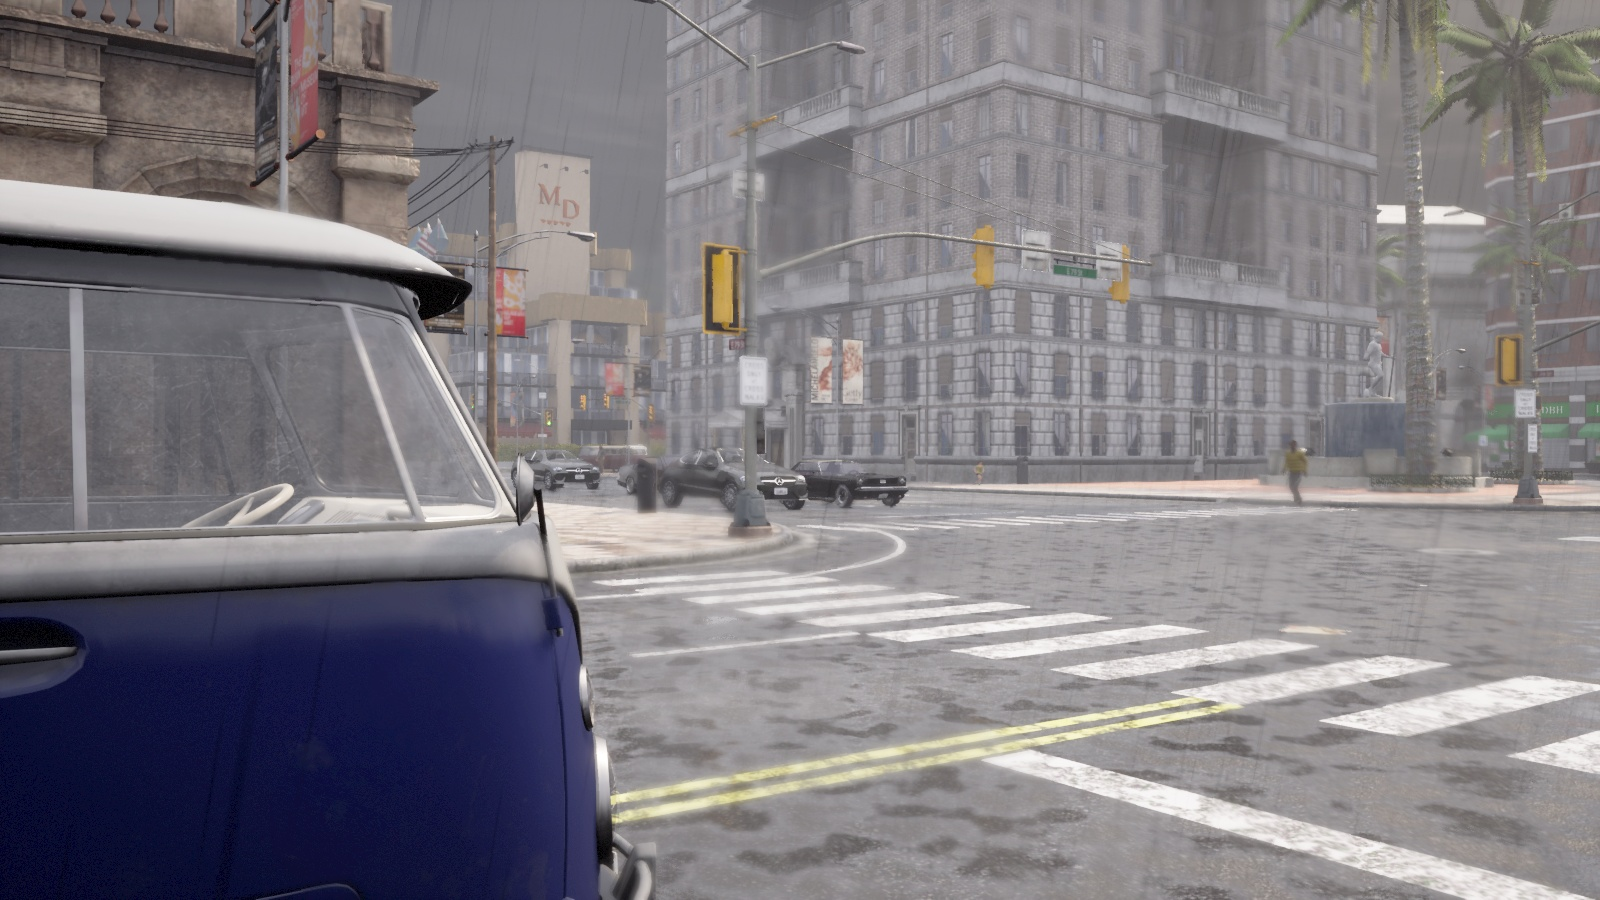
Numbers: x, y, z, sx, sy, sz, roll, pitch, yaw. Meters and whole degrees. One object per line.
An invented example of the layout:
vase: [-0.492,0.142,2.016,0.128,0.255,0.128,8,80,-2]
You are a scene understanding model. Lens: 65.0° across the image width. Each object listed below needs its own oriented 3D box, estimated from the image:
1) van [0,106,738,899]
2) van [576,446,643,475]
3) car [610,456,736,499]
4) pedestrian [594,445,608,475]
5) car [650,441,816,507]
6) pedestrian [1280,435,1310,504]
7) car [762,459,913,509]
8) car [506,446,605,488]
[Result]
van: [-2.452,0.508,1.947,4.442,1.987,1.775,0,0,-35]
van: [-13.531,0.745,89.323,4.442,1.987,1.775,0,0,-43]
car: [-4.522,0.909,43.887,2.033,1.411,5.357,0,0,-35]
pedestrian: [-12.392,0.619,78.180,0.694,1.848,0.540,0,0,-43]
car: [-1.910,0.611,34.029,2.152,1.651,5.027,0,0,-35]
pedestrian: [13.251,0.519,33.627,0.709,1.840,0.431,0,0,-36]
car: [0.999,0.931,36.006,1.895,1.301,4.718,0,0,-35]
car: [-10.185,0.672,51.933,2.152,1.651,5.027,0,0,-35]
